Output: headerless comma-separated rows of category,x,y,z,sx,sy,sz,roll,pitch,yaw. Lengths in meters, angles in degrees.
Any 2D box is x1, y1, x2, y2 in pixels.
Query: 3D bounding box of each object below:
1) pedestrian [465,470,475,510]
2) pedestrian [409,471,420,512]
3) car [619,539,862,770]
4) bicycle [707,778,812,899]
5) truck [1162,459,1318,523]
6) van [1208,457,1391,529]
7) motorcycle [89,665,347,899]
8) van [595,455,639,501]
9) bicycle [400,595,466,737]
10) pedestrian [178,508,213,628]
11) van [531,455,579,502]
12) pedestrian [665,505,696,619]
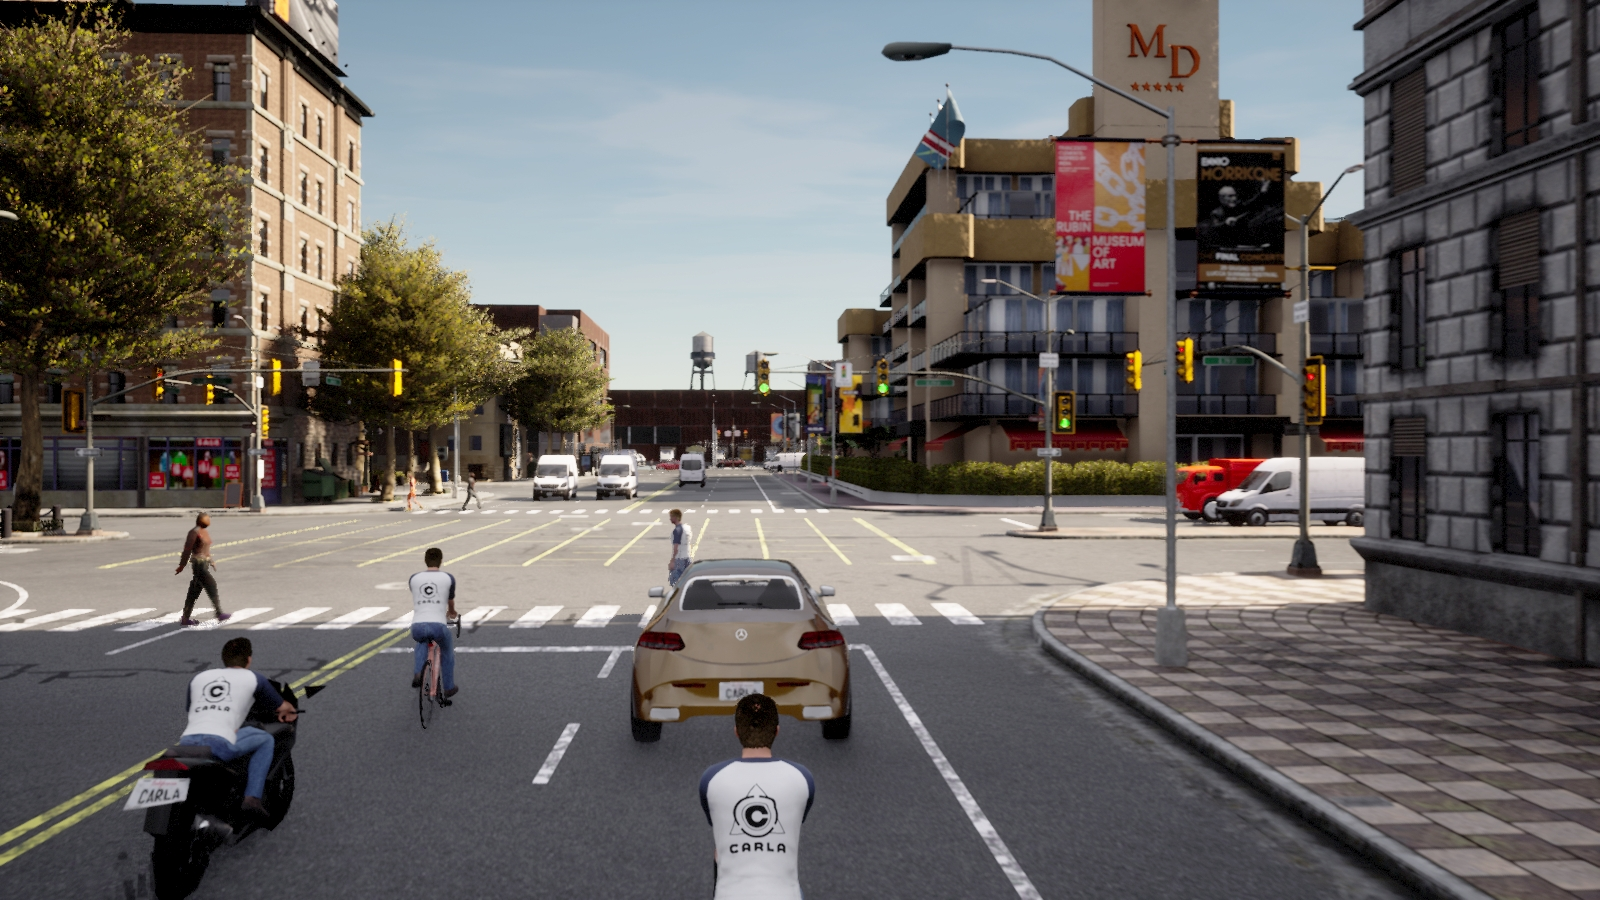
pedestrian,-15.457,1.894,53.553,0.375,1.860,0.375,0,0,-1
pedestrian,-17.741,1.893,52.617,0.375,1.860,0.375,0,0,-1
car,-0.639,2.002,12.646,2.152,1.651,5.027,0,0,-3
bicycle,-0.184,2.211,4.807,0.373,1.196,1.643,0,0,-3
truck,17.502,1.597,45.632,5.204,2.467,2.627,0,0,-3
van,18.361,1.560,42.164,5.915,2.561,1.988,0,0,-3
motorcycle,-3.832,2.221,7.748,0.803,1.145,2.033,0,0,-3
van,-10.668,1.588,67.008,1.988,2.561,5.915,0,0,-3
bicycle,-3.832,2.217,12.004,0.373,1.196,1.643,0,0,-8
pedestrian,-9.600,1.867,18.161,0.375,1.860,0.375,0,0,-6
van,-14.092,1.588,66.026,1.988,2.561,5.915,0,0,-5
pedestrian,-1.998,1.864,19.123,0.375,1.860,0.375,0,0,20
